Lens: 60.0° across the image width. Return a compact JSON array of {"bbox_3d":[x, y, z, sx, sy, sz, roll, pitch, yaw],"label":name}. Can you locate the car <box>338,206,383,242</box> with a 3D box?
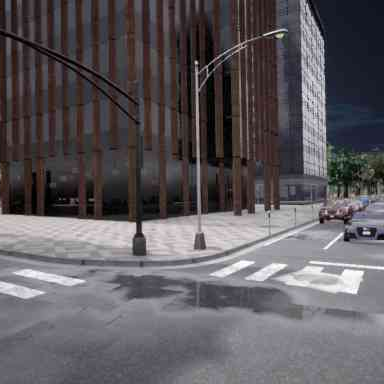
[{"bbox_3d":[8.581,1.596,16.108,1.994,1.385,4.181,-1,-1,31],"label":"car"}]

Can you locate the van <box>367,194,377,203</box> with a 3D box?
[{"bbox_3d":[39.061,1.449,72.236,1.690,1.788,3.998,-1,-1,31],"label":"van"}]

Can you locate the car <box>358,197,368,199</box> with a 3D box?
[{"bbox_3d":[19.429,1.616,39.428,1.752,1.417,4.829,-1,-1,31],"label":"car"}]

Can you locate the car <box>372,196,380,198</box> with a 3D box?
[{"bbox_3d":[23.663,1.583,41.122,2.033,1.411,5.357,-1,-1,31],"label":"car"}]

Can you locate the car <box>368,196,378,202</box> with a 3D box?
[{"bbox_3d":[41.769,1.637,76.754,1.752,1.417,4.829,-1,-1,31],"label":"car"}]

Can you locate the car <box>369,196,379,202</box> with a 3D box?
[{"bbox_3d":[44.650,1.681,81.565,1.947,1.339,4.313,-1,-1,31],"label":"car"}]

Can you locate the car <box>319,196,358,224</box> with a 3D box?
[{"bbox_3d":[11.135,1.403,25.579,2.192,1.841,5.009,-1,-1,31],"label":"car"}]

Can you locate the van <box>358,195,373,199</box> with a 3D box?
[{"bbox_3d":[25.098,1.436,48.908,1.690,1.788,3.998,-1,-1,31],"label":"van"}]

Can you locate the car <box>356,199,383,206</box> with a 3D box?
[{"bbox_3d":[13.225,1.510,23.848,1.882,1.535,5.008,-1,-1,31],"label":"car"}]
